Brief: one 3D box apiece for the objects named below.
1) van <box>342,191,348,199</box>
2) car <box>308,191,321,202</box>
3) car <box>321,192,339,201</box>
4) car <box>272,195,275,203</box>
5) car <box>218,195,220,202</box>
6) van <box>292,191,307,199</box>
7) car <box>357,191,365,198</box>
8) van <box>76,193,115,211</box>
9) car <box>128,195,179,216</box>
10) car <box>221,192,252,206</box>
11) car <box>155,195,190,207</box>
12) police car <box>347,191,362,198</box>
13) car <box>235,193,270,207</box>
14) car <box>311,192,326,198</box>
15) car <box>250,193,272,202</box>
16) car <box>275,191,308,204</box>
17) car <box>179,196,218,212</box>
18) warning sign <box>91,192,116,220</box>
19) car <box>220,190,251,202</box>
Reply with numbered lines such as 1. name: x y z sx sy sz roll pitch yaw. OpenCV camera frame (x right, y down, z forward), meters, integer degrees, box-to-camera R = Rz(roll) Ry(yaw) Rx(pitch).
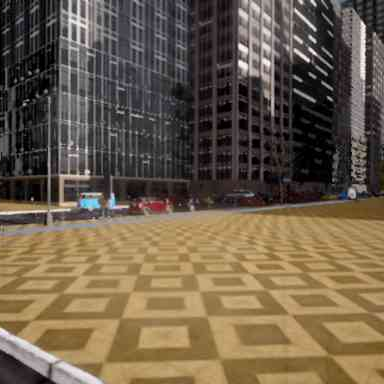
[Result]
1. van: 33.739 0.624 71.982 1.690 1.788 3.998 1 1 41
2. car: 18.820 0.773 54.800 2.192 1.841 5.009 1 1 41
3. car: 26.389 0.894 63.522 1.752 1.417 4.829 1 1 41
4. car: 14.919 0.950 54.425 2.128 1.511 4.902 1 1 41
5. car: 5.042 1.045 51.722 1.947 1.339 4.313 1 1 41
6. van: 23.694 0.601 73.196 1.690 1.788 3.998 1 1 41
7. car: 37.467 0.791 76.281 2.008 1.369 4.403 1 1 41
8. van: -9.965 0.996 34.618 1.690 1.788 3.998 1 1 41
9. car: -3.467 1.163 28.951 1.967 1.590 4.097 1 1 41
10. car: 6.667 1.104 44.889 2.033 1.411 5.357 1 1 41
11. car: -2.423 1.112 43.138 1.887 1.381 4.507 1 1 41
12. police car: 40.082 0.605 82.030 1.930 1.638 5.238 1 1 41
13. car: 7.628 1.172 41.918 1.802 1.307 4.206 1 1 41
14. car: 31.153 0.739 81.791 1.947 1.339 4.313 1 1 41
15. car: 12.503 0.957 60.313 1.947 1.339 4.313 1 1 41
16. car: 15.090 0.817 50.504 2.192 1.841 5.009 1 1 41
17. car: 0.219 1.244 33.285 1.947 1.339 4.313 1 1 41
18. warning sign: -6.017 0.906 22.593 1.300 1.860 1.060 0 0 41
19. car: 7.093 0.723 50.035 2.150 2.045 5.566 1 1 41
